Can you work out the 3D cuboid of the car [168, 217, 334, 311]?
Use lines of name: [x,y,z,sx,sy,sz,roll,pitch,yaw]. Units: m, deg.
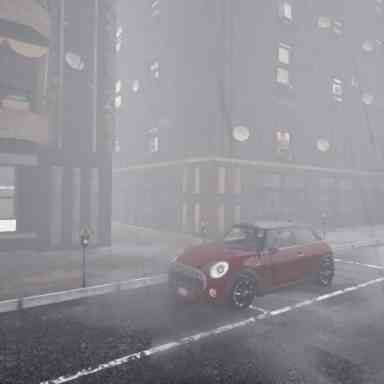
car: [1.446,1.442,7.734,4.097,1.590,1.967,0,1,-35]
